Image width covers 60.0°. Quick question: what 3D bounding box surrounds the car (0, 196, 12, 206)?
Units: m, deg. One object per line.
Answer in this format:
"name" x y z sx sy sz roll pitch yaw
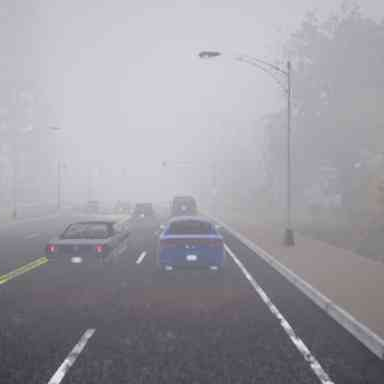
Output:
"car" -29.934 1.289 50.817 4.097 1.590 1.967 1 -1 -13

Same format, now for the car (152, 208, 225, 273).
"car" -0.064 1.522 10.930 1.882 1.535 5.008 0 0 -1

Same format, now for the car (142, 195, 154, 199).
"car" -11.981 1.628 92.123 1.882 1.535 5.008 0 0 -11

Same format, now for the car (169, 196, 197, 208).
"car" -0.741 1.329 27.894 2.150 2.045 5.566 0 0 -3

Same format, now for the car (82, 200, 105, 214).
"car" -11.310 1.667 38.385 1.837 1.490 4.892 0 -1 -4

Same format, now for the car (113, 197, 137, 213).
"car" -8.112 1.660 39.286 2.128 1.511 4.902 0 0 -5

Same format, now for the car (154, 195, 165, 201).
"car" -8.708 1.606 92.314 1.882 1.535 5.008 0 0 -11

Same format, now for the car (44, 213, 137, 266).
"car" -3.328 1.652 11.680 1.895 1.301 4.718 0 0 -1

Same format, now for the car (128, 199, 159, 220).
"car" -4.037 1.618 28.477 1.837 1.490 4.892 0 0 -3
